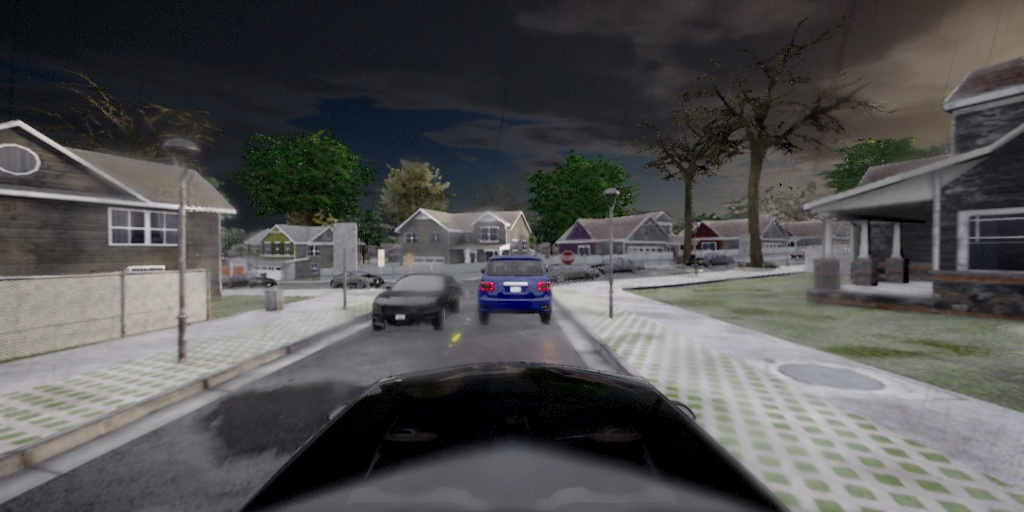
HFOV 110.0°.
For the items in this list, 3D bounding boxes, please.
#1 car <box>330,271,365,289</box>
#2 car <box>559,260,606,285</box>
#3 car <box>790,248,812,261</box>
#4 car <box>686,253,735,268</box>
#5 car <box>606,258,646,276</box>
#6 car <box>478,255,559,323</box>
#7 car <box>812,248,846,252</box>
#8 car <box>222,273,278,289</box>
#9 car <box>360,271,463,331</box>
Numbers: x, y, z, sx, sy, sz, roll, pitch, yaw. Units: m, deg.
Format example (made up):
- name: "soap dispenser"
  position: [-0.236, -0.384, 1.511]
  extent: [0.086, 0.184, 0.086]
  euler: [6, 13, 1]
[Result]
- name: "car"
  position: [-11.968, 1.825, 27.735]
  extent: [4.181, 1.385, 1.994]
  euler: [-2, 0, 21]
- name: "car"
  position: [3.901, 1.205, 25.757]
  extent: [5.357, 1.411, 2.033]
  euler: [-3, 2, -33]
- name: "car"
  position: [35.962, -0.252, 43.499]
  extent: [5.008, 1.535, 1.882]
  euler: [-2, 2, -25]
- name: "car"
  position: [19.959, 0.421, 36.009]
  extent: [5.357, 1.411, 2.033]
  euler: [-2, 2, -25]
- name: "car"
  position: [8.934, 0.888, 30.900]
  extent: [5.357, 1.411, 2.033]
  euler: [-3, 2, -23]
- name: "car"
  position: [0.098, 0.997, 12.282]
  extent: [2.150, 2.045, 5.566]
  euler: [0, 0, 0]
- name: "car"
  position: [36.788, -0.169, 40.745]
  extent: [4.892, 1.490, 1.837]
  euler: [-2, 2, -25]
- name: "car"
  position: [-23.786, 2.265, 32.427]
  extent: [5.357, 1.411, 2.033]
  euler: [-2, 0, 22]
- name: "car"
  position: [-2.752, 1.251, 11.340]
  extent: [1.882, 1.535, 5.008]
  euler: [0, 0, 0]
